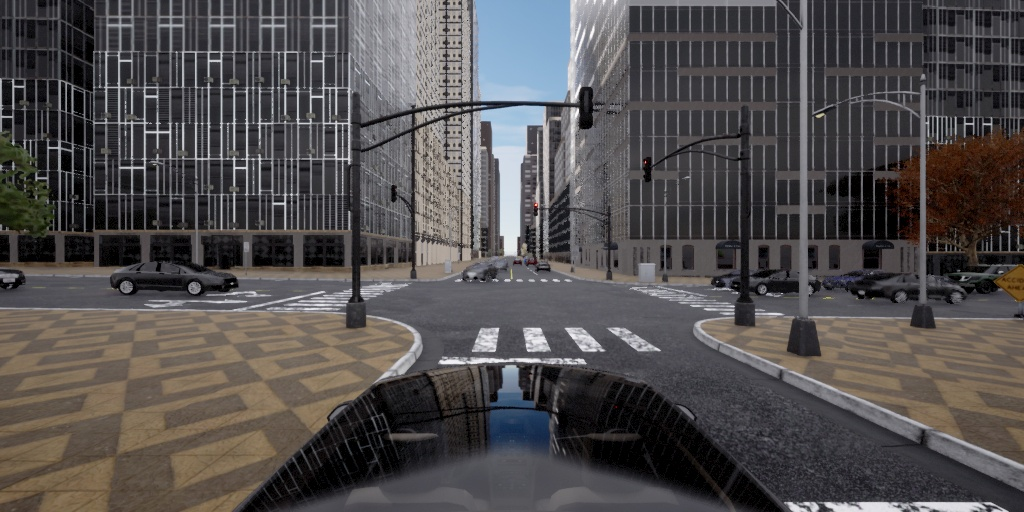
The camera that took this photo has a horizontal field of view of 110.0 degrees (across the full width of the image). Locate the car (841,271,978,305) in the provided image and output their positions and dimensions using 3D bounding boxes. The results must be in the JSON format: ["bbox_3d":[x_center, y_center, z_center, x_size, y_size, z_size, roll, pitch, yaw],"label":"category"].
[{"bbox_3d":[20.147,1.644,18.301,4.892,1.490,1.837,1,0,-3],"label":"car"}]

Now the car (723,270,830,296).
[{"bbox_3d":[15.789,1.564,21.579,4.892,1.490,1.837,1,0,-4],"label":"car"}]

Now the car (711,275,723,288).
[{"bbox_3d":[16.160,1.629,24.839,4.181,1.385,1.994,1,0,-3],"label":"car"}]

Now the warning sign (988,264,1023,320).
[{"bbox_3d":[17.270,1.204,12.178,1.060,1.860,1.300,0,0,-3],"label":"warning sign"}]

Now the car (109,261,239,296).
[{"bbox_3d":[-15.512,0.995,16.649,4.892,1.490,1.837,1,0,-3],"label":"car"}]

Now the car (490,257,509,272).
[{"bbox_3d":[-1.558,1.256,46.126,2.128,1.511,4.902,0,0,0],"label":"car"}]

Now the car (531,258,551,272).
[{"bbox_3d":[3.907,1.329,45.974,1.948,1.339,4.313,0,0,0],"label":"car"}]

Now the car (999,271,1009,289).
[{"bbox_3d":[34.124,1.914,22.418,4.674,1.442,1.812,1,0,-2],"label":"car"}]

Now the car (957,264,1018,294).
[{"bbox_3d":[34.189,1.610,25.680,5.566,2.045,2.150,1,0,-3],"label":"car"}]

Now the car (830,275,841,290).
[{"bbox_3d":[24.561,1.741,25.232,4.674,1.442,1.812,1,0,-3],"label":"car"}]

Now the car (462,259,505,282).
[{"bbox_3d":[-2.421,1.262,28.914,2.128,1.511,4.902,0,0,13],"label":"car"}]

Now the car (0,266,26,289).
[{"bbox_3d":[-25.296,0.802,16.194,4.902,1.511,2.128,1,0,-3],"label":"car"}]
